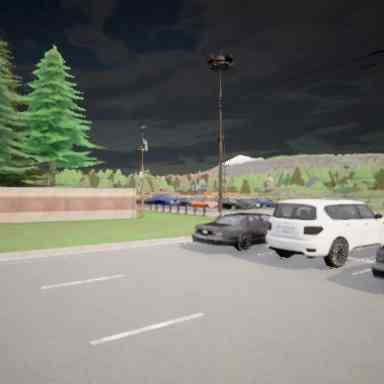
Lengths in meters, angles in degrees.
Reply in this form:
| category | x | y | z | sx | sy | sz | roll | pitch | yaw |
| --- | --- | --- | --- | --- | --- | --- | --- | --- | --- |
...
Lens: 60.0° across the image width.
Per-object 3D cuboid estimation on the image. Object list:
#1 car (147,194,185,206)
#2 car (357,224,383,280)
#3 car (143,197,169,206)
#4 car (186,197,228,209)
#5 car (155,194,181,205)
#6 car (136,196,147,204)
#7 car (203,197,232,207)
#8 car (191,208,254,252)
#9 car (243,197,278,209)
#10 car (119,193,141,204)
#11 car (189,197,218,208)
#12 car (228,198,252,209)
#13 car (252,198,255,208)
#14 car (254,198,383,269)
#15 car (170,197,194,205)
| category | x | y | z | sx | sy | sz | roll | pitch | yaw |
| --- | --- | --- | --- | --- | --- | --- | --- | --- | --- |
| car | -3.857 | 1.302 | 48.336 | 2.150 | 2.045 | 5.566 | 0 | 0 | -36 |
| car | 6.694 | 1.581 | 8.522 | 5.357 | 1.411 | 2.033 | 0 | 0 | -35 |
| car | -6.344 | 1.639 | 57.844 | 2.033 | 1.411 | 5.357 | 0 | 0 | -35 |
| car | 1.758 | 1.433 | 40.567 | 2.097 | 1.767 | 4.553 | 0 | 0 | -36 |
| car | -4.506 | 1.325 | 61.333 | 2.150 | 2.045 | 5.566 | 0 | 0 | -36 |
| car | -9.672 | 1.645 | 56.451 | 1.994 | 1.385 | 4.181 | 0 | 0 | -35 |
| car | 4.194 | 1.606 | 55.198 | 2.128 | 1.511 | 4.902 | 0 | 0 | -36 |
| car | 2.541 | 1.581 | 14.159 | 5.357 | 1.411 | 2.033 | 0 | 0 | -35 |
| car | 9.727 | 1.592 | 47.479 | 1.882 | 1.535 | 5.008 | 0 | 0 | -36 |
| car | -12.470 | 1.313 | 66.371 | 2.150 | 2.045 | 5.566 | 0 | 0 | -36 |
| car | 1.732 | 1.581 | 52.589 | 1.882 | 1.535 | 5.008 | 0 | 0 | -36 |
| car | 4.849 | 1.570 | 42.266 | 1.882 | 1.535 | 5.008 | 0 | 0 | -36 |
| car | 7.158 | 1.595 | 45.051 | 2.128 | 1.511 | 4.902 | 0 | 0 | -36 |
| car | 5.009 | 1.258 | 11.618 | 5.566 | 2.045 | 2.150 | 0 | 0 | -35 |
| car | -1.933 | 1.662 | 63.746 | 2.033 | 1.411 | 5.357 | 0 | 0 | -36 |
